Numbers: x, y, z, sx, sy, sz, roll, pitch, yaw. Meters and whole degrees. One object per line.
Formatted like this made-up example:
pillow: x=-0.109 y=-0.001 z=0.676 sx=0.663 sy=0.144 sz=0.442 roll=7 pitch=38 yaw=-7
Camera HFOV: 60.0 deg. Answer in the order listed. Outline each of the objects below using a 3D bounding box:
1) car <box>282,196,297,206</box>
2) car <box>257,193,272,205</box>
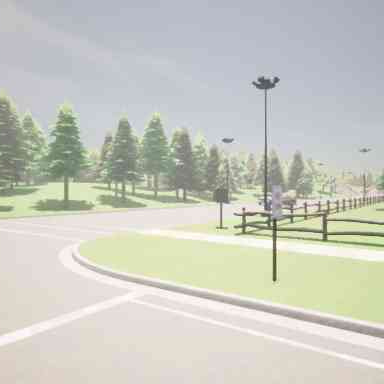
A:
car: x=15.962 y=1.479 z=55.552 sx=1.882 sy=1.535 sz=5.008 roll=0 pitch=0 yaw=35
car: x=13.362 y=1.206 z=57.928 sx=2.150 sy=2.045 sz=5.566 roll=0 pitch=0 yaw=35
